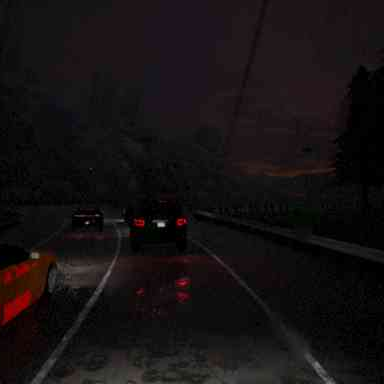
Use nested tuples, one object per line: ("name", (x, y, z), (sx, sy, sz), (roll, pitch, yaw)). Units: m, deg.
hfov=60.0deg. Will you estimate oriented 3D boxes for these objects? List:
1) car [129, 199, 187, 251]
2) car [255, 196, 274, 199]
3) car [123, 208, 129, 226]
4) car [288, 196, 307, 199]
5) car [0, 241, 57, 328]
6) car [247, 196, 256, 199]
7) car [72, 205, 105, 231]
("car", (-1.599, 1.308, 14.800), (2.150, 2.045, 5.566), (0, 0, -10))
("car", (18.685, 1.935, 82.576), (4.181, 1.385, 1.994), (0, 0, -26))
("car", (-3.981, 1.697, 24.707), (2.033, 1.411, 5.357), (0, 0, -17))
("car", (23.565, 1.876, 77.246), (5.357, 1.411, 2.033), (0, 0, -26))
("car", (-3.849, 1.522, 5.555), (1.882, 1.535, 5.008), (0, 0, -4))
("car", (16.120, 1.761, 85.181), (4.553, 1.767, 2.097), (0, 0, -26))
("car", (-6.826, 1.636, 21.958), (2.128, 1.511, 4.902), (0, 0, -15))
